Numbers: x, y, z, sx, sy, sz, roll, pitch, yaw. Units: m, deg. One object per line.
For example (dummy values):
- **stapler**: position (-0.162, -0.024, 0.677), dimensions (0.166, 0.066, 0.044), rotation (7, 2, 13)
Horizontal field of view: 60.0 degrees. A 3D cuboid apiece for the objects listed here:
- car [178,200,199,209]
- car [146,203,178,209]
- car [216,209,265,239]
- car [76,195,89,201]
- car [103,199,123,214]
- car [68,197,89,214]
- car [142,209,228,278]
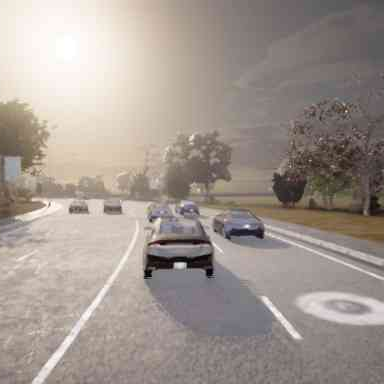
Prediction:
- **car**: position (-0.531, 1.551, 33.493), dimensions (1.812, 1.442, 4.674), rotation (0, 0, -13)
- **car**: position (-2.711, 1.566, 27.030), dimensions (2.033, 1.411, 5.357), rotation (0, 0, -11)
- **car**: position (2.314, 1.575, 17.522), dimensions (1.994, 1.385, 4.181), rotation (0, 0, -7)
- **car**: position (-24.377, 1.330, 73.902), dimensions (1.994, 1.385, 4.181), rotation (0, 0, -31)
- **car**: position (-8.642, 1.499, 36.307), dimensions (1.882, 1.535, 5.008), rotation (0, 0, -16)
- **car**: position (-12.265, 1.582, 36.269), dimensions (1.994, 1.385, 4.181), rotation (0, 0, -16)
- **car**: position (-0.460, 1.499, 10.169), dimensions (2.128, 1.511, 4.902), rotation (0, 0, -4)
